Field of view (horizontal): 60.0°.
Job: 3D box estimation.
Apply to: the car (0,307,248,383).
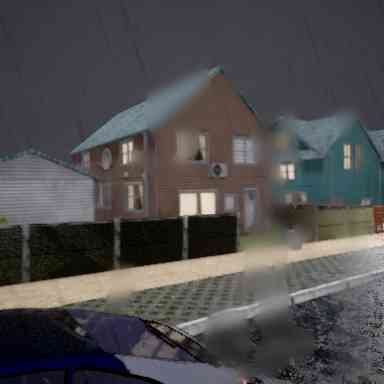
[{"bbox_3d":[-1.548,1.563,1.932,4.181,1.385,1.994,0,0,-35],"label":"car"}]
